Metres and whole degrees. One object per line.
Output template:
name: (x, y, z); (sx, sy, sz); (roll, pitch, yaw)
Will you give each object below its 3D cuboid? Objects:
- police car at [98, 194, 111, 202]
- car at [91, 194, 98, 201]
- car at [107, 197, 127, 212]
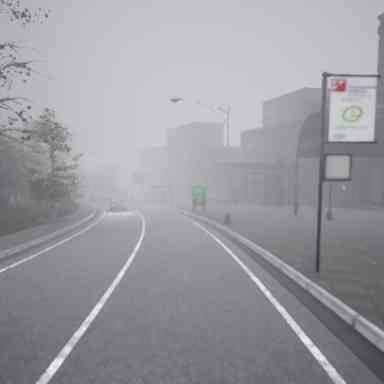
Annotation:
police car: (-20.714, 1.560, 80.516); (1.930, 1.638, 5.238); (-3, 1, -26)
car: (-25.050, 1.699, 89.458); (1.882, 1.535, 5.008); (-3, 1, -26)
car: (-9.008, 1.641, 40.462); (1.895, 1.301, 4.718); (-2, 0, -16)
